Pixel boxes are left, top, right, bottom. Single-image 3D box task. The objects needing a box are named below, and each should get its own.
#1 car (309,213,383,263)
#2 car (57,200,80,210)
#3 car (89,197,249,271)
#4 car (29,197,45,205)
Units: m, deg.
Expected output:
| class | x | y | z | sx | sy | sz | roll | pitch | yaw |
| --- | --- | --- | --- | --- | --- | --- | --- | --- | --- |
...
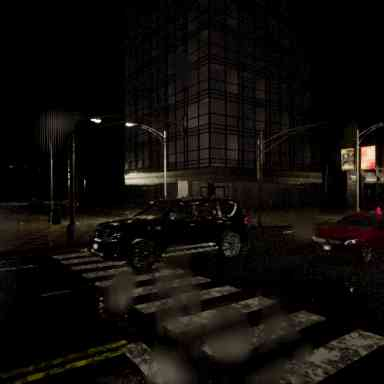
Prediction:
| class | x | y | z | sx | sy | sz | roll | pitch | yaw |
| --- | --- | --- | --- | --- | --- | --- | --- | --- | --- |
| car | 6.251 | 1.526 | 12.079 | 4.674 | 1.442 | 1.812 | 0 | 0 | -35 |
| car | -16.279 | 1.681 | 43.539 | 1.895 | 1.301 | 4.718 | 0 | 0 | -35 |
| car | -0.540 | 1.221 | 11.253 | 5.566 | 2.045 | 2.150 | 0 | 0 | -35 |
| car | -28.699 | 1.691 | 61.445 | 2.033 | 1.411 | 5.357 | 0 | 0 | -36 |
